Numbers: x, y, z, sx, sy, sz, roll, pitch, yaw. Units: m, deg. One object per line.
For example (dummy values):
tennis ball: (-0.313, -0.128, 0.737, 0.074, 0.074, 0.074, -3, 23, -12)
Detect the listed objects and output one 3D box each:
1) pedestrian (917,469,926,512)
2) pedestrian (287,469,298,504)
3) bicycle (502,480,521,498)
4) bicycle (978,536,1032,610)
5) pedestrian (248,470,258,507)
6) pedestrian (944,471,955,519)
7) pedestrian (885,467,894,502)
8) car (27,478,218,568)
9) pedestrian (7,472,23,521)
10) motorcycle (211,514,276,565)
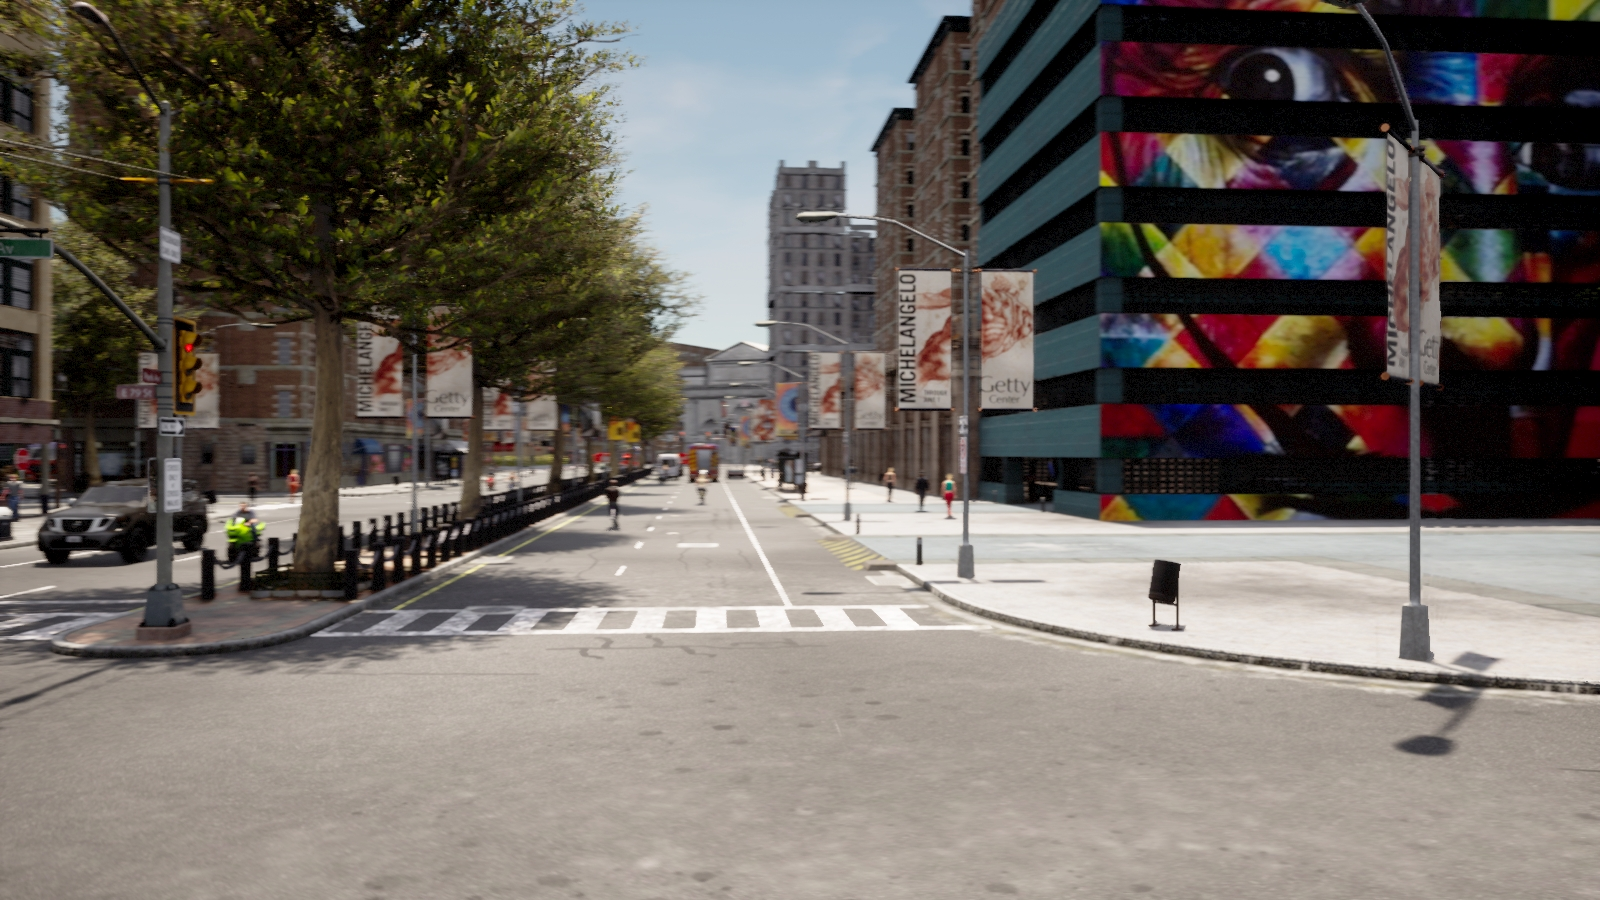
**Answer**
pedestrian: (5.309, 1.783, 49.910, 0.375, 1.860, 0.375, 0, 0, 3)
pedestrian: (-27.146, 1.935, 61.111, 0.375, 1.860, 0.375, 0, 0, 4)
bicycle: (-17.426, 2.361, 69.076, 0.859, 1.080, 1.487, 0, 0, -5)
bicycle: (3.808, 2.244, 21.133, 0.373, 1.196, 1.643, -1, 0, 33)
pedestrian: (-27.756, 1.928, 57.941, 0.375, 1.860, 0.375, 0, 0, -12)
pedestrian: (5.908, 1.775, 45.138, 0.375, 1.860, 0.375, 0, 0, 1)
pedestrian: (4.698, 1.799, 59.786, 0.375, 1.860, 0.375, 0, 0, 17)
car: (-17.772, 1.821, 30.376, 2.150, 2.045, 5.566, 0, 0, -5)
pedestrian: (-29.675, 1.750, 43.205, 0.375, 1.860, 0.375, 0, 0, -5)
motorcycle: (-14.167, 2.253, 29.157, 0.803, 1.145, 2.033, 0, 0, -4)
